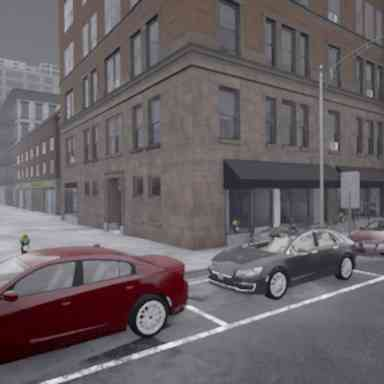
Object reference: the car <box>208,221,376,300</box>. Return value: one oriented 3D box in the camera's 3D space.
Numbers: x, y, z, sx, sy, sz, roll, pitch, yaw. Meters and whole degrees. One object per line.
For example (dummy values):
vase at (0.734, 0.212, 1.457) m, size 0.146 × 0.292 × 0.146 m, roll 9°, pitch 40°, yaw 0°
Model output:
car at (2.377, 1.547, 8.253) m, size 4.403 × 1.369 × 2.008 m, roll 0°, pitch -1°, yaw -36°

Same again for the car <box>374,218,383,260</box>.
car at (6.916, 1.577, 11.504) m, size 4.206 × 1.307 × 1.802 m, roll 0°, pitch -1°, yaw -36°

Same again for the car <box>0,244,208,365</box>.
car at (-2.161, 1.544, 5.001) m, size 4.507 × 1.381 × 1.887 m, roll 0°, pitch -1°, yaw -36°
